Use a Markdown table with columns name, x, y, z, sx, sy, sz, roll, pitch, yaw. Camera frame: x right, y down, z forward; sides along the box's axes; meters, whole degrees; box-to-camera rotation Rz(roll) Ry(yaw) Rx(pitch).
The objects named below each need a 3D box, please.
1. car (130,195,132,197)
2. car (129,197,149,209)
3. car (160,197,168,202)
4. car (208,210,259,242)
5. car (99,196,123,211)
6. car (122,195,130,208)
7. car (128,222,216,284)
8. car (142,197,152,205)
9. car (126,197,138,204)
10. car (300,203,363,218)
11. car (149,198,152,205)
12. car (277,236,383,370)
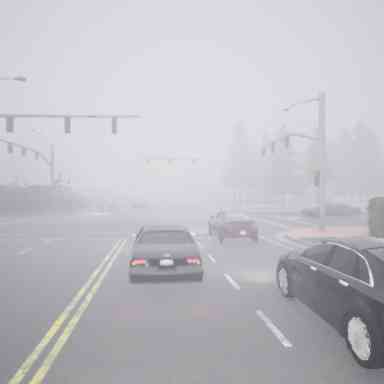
| name | x | y | z | sx | sy | sz | roll | pitch | yaw |
| --- | --- | --- | --- | --- | --- | --- | --- | --- | --- |
| car | -12.337 | 1.540 | 62.681 | 2.150 | 2.045 | 5.566 | 0 | 0 | -4 |
| car | -7.746 | 1.774 | 49.202 | 1.812 | 1.442 | 4.674 | 0 | 0 | -5 |
| car | -7.257 | 1.981 | 86.309 | 1.994 | 1.385 | 4.181 | 0 | 0 | -5 |
| car | 1.978 | 1.606 | 16.701 | 1.812 | 1.442 | 4.674 | 0 | 0 | -6 |
| car | -10.895 | 1.716 | 43.887 | 2.128 | 1.511 | 4.902 | 0 | 0 | -2 |
| car | -11.576 | 1.622 | 53.066 | 2.097 | 1.767 | 4.553 | 0 | 0 | -5 |
| car | -0.811 | 1.597 | 9.770 | 2.033 | 1.411 | 5.357 | 0 | 0 | -6 |
| car | -9.278 | 1.869 | 68.567 | 1.812 | 1.442 | 4.674 | 0 | 0 | -5 |
| car | -13.178 | 1.910 | 73.188 | 2.033 | 1.411 | 5.357 | 0 | 0 | -5 |
| car | 12.896 | 1.687 | 30.898 | 5.357 | 1.411 | 2.033 | 0 | 0 | -4 |
| car | -8.495 | 1.771 | 58.398 | 1.882 | 1.535 | 5.008 | 0 | 0 | -5 |
| car | 2.978 | 1.533 | 5.771 | 1.837 | 1.490 | 4.892 | 0 | 0 | -4 |
